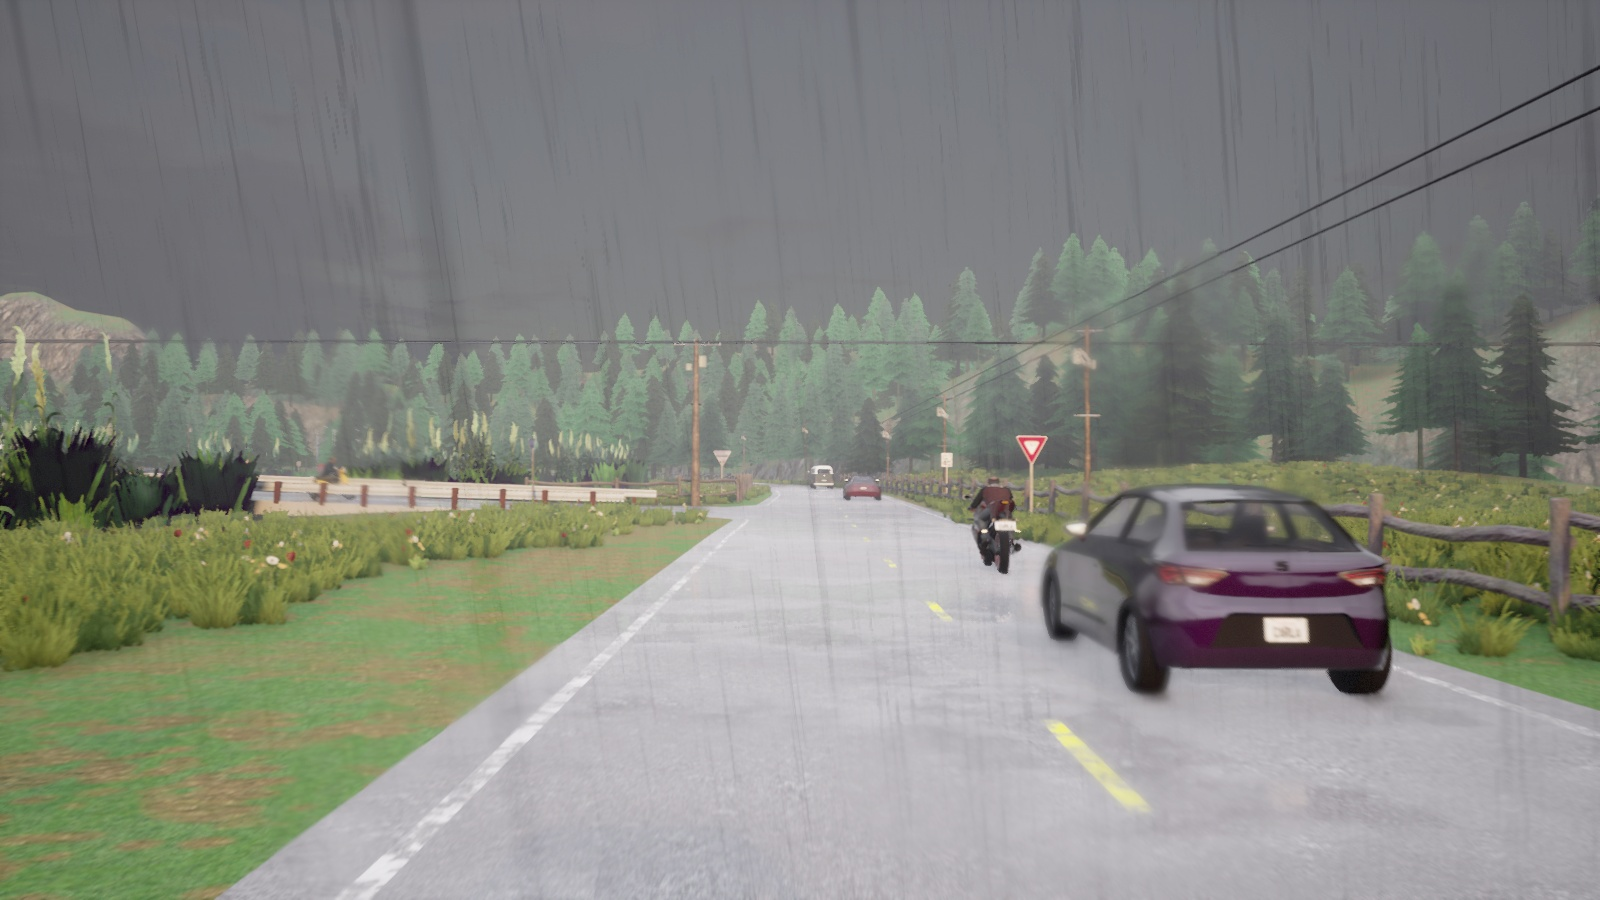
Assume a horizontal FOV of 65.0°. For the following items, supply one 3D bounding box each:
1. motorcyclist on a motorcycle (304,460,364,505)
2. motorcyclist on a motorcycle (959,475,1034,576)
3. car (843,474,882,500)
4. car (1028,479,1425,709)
[{"bbox_3d":[-17.125,1.188,46.180,1.817,1.590,0.866,2,-1,2],"label":"motorcyclist on a motorcycle"},{"bbox_3d":[3.150,1.178,20.344,0.866,1.530,2.191,0,-1,0],"label":"motorcyclist on a motorcycle"},{"bbox_3d":[3.440,2.029,69.529,1.994,1.385,4.181,0,-1,0],"label":"car"},{"bbox_3d":[3.174,0.989,10.330,1.816,1.474,4.193,0,-1,0],"label":"car"}]
